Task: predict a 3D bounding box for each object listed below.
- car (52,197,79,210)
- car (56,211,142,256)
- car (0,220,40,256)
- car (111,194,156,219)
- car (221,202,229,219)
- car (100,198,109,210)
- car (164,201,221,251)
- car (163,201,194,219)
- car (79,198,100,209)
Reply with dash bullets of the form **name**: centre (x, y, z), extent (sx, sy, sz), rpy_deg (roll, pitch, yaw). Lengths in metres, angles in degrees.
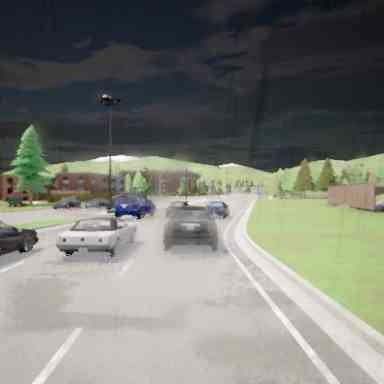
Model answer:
- **car**: centre (-17.167, 1.493, 45.819), extent (2.097, 1.767, 4.553), rpy_deg (0, 0, 11)
- **car**: centre (-3.526, 1.639, 13.295), extent (1.895, 1.301, 4.718), rpy_deg (0, 0, 2)
- **car**: centre (-7.110, 1.590, 10.926), extent (2.033, 1.411, 5.357), rpy_deg (0, 0, 1)
- **car**: centre (-4.949, 1.299, 29.557), extent (2.150, 2.045, 5.566), rpy_deg (0, 0, 11)
- **car**: centre (2.329, 1.584, 30.219), extent (1.812, 1.442, 4.674), rpy_deg (0, 0, 11)
- **car**: centre (-10.033, 1.344, 45.816), extent (2.150, 2.045, 5.566), rpy_deg (0, 0, 11)
- **car**: centre (0.037, 1.382, 14.506), extent (2.097, 1.767, 4.553), rpy_deg (0, 0, 2)
- **car**: centre (-1.119, 1.594, 30.835), extent (1.812, 1.442, 4.674), rpy_deg (0, 0, 11)
- **car**: centre (-13.357, 1.626, 47.015), extent (2.128, 1.511, 4.902), rpy_deg (0, 0, 11)
